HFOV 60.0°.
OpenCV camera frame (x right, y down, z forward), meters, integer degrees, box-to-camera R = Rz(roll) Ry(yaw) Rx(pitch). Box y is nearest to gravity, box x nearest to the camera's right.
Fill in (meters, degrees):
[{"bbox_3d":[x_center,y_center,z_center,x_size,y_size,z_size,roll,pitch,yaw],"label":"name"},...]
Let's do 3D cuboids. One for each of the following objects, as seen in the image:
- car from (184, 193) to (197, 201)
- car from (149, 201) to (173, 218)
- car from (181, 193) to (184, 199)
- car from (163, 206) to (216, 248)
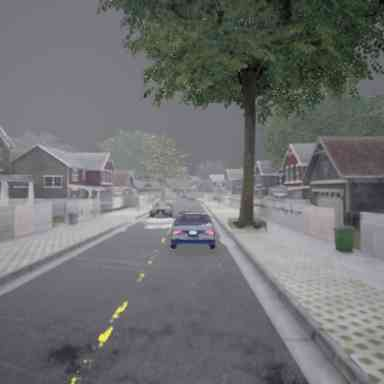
[{"bbox_3d":[-0.138,1.445,77.334,1.895,1.301,4.718,0,0,-7],"label":"car"},{"bbox_3d":[-2.647,1.541,30.087,1.994,1.385,4.181,0,0,0],"label":"car"},{"bbox_3d":[-1.592,0.993,87.416,2.097,1.767,4.553,0,0,-14],"label":"car"},{"bbox_3d":[0.049,1.547,14.791,2.033,1.411,5.357,0,0,0],"label":"car"}]
